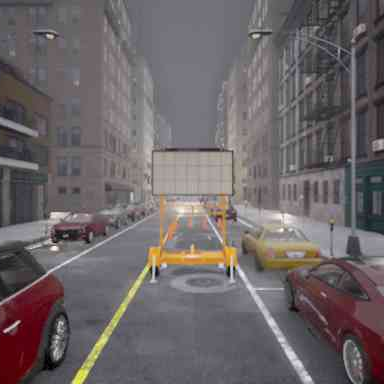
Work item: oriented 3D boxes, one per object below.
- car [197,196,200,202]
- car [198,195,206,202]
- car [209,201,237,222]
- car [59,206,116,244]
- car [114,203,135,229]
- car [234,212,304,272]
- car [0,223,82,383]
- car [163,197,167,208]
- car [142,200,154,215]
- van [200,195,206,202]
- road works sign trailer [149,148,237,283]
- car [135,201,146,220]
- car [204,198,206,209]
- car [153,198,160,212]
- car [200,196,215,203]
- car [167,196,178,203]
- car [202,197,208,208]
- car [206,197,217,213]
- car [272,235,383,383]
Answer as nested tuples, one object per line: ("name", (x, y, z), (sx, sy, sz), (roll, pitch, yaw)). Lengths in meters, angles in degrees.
("car", (2.873, 1.683, 77.479), (2.192, 1.841, 5.009), (0, 0, 0))
("car", (2.897, 1.759, 93.990), (2.192, 1.841, 5.009), (0, 0, 0))
("car", (2.699, 1.679, 27.693), (1.887, 1.381, 4.507), (0, 0, 0))
("car", (-5.352, 1.625, 16.346), (1.887, 1.381, 4.507), (0, 0, 0))
("car", (-5.339, 1.658, 22.028), (2.008, 1.369, 4.403), (0, 0, 0))
("car", (2.661, 1.579, 10.816), (1.752, 1.417, 4.829), (0, 0, 0))
("car", (-2.744, 1.367, 2.702), (2.097, 1.767, 4.553), (0, 0, 0))
("car", (-5.275, 1.682, 50.440), (1.967, 1.590, 4.097), (0, 0, 0))
("car", (-5.313, 1.727, 33.393), (1.947, 1.339, 4.313), (0, 0, 0))
("van", (2.889, 1.760, 88.486), (1.690, 1.788, 3.998), (0, 0, 0))
("road works sign trailer", (0.022, 0.513, 9.844), (2.380, 3.560, 2.880), (0, 0, 0))
("car", (-5.326, 1.679, 27.711), (1.887, 1.381, 4.507), (0, 0, 0))
("car", (2.724, 1.733, 39.058), (1.887, 1.381, 4.507), (0, 0, 0))
("car", (-5.301, 1.628, 39.076), (1.967, 1.590, 4.097), (0, 0, 0))
("car", (2.750, 1.557, 50.423), (2.192, 1.841, 5.009), (0, 0, 0))
("car", (-5.233, 1.708, 82.999), (2.192, 1.841, 5.009), (0, 0, 0))
("car", (2.737, 1.766, 44.740), (2.008, 1.369, 4.403), (0, 0, 0))
("car", (2.712, 1.601, 33.376), (1.967, 1.590, 4.097), (0, 0, 0))
("car", (2.648, 1.607, 4.964), (1.802, 1.307, 4.206), (0, 0, 0))
